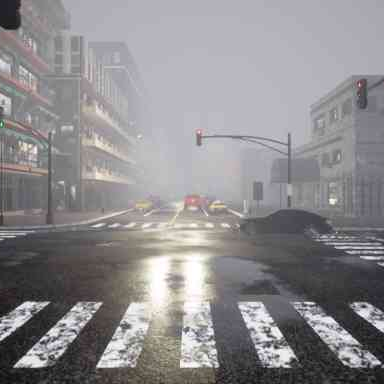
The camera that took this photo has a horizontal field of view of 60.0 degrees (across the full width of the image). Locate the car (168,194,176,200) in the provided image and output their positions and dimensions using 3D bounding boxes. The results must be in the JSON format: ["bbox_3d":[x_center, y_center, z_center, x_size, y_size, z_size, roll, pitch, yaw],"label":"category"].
[{"bbox_3d":[-5.694,1.434,94.762,2.192,1.841,5.009,0,0,0],"label":"car"}]

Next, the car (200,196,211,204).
[{"bbox_3d":[2.688,1.612,67.066,2.008,1.369,4.403,0,0,0],"label":"car"}]

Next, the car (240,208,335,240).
[{"bbox_3d":[4.818,1.561,17.157,4.674,1.442,1.812,0,0,21],"label":"car"}]

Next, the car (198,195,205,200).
[{"bbox_3d":[2.686,1.670,94.762,2.008,1.369,4.403,0,0,0],"label":"car"}]

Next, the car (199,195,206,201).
[{"bbox_3d":[2.687,1.632,89.393,1.752,1.417,4.829,0,0,0],"label":"car"}]

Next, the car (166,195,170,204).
[{"bbox_3d":[-5.692,1.603,61.526,2.008,1.369,4.403,0,0,0],"label":"car"}]

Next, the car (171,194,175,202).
[{"bbox_3d":[-5.693,1.627,78.144,1.887,1.381,4.507,0,0,0],"label":"car"}]

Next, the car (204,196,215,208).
[{"bbox_3d":[2.690,1.611,44.910,1.802,1.307,4.206,0,0,0],"label":"car"}]

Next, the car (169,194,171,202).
[{"bbox_3d":[-5.692,1.587,66.895,1.752,1.417,4.829,0,0,0],"label":"car"}]

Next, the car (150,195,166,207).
[{"bbox_3d":[-5.690,1.351,50.448,2.192,1.841,5.009,0,0,0],"label":"car"}]

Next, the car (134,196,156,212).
[{"bbox_3d":[-5.691,1.549,39.199,1.752,1.417,4.829,0,0,0],"label":"car"}]

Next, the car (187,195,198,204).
[{"bbox_3d":[0.039,1.409,65.098,2.097,1.767,4.553,0,0,0],"label":"car"}]

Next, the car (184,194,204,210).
[{"bbox_3d":[0.098,1.249,44.125,2.150,2.045,5.566,0,0,0],"label":"car"}]

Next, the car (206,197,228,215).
[{"bbox_3d":[2.691,1.544,34.001,1.752,1.417,4.829,0,0,0],"label":"car"}]
